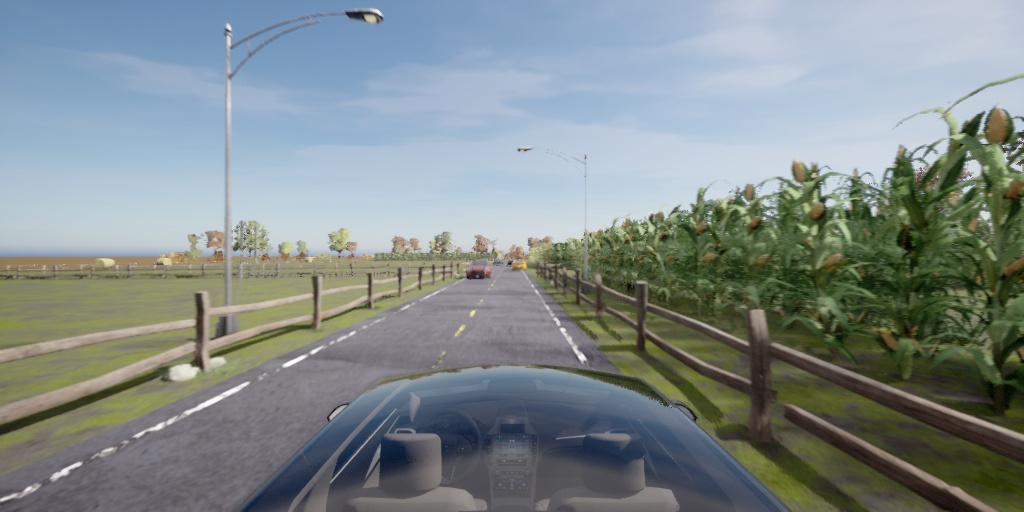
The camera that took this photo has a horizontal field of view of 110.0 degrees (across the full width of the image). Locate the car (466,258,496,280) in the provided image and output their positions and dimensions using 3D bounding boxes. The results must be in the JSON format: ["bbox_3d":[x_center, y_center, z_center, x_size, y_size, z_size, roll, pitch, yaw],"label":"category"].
[{"bbox_3d":[-2.835,1.101,31.830,2.097,1.767,4.553,0,0,0],"label":"car"}]

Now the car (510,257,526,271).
[{"bbox_3d":[0.977,1.229,49.904,1.882,1.535,5.008,0,0,0],"label":"car"}]
